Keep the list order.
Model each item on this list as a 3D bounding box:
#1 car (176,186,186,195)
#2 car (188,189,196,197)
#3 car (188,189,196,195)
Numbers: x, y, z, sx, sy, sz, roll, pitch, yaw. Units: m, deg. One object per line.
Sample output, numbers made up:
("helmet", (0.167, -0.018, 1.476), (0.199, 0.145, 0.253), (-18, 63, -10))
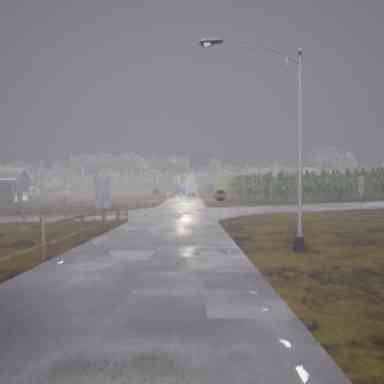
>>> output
("car", (-2.750, -0.447, 84.248), (2.150, 2.045, 5.566), (0, 2, 0))
("car", (0.000, 0.373, 80.133), (1.812, 1.442, 4.674), (0, 2, 0))
("car", (0.001, -0.097, 90.152), (1.895, 1.301, 4.718), (0, 3, 0))
